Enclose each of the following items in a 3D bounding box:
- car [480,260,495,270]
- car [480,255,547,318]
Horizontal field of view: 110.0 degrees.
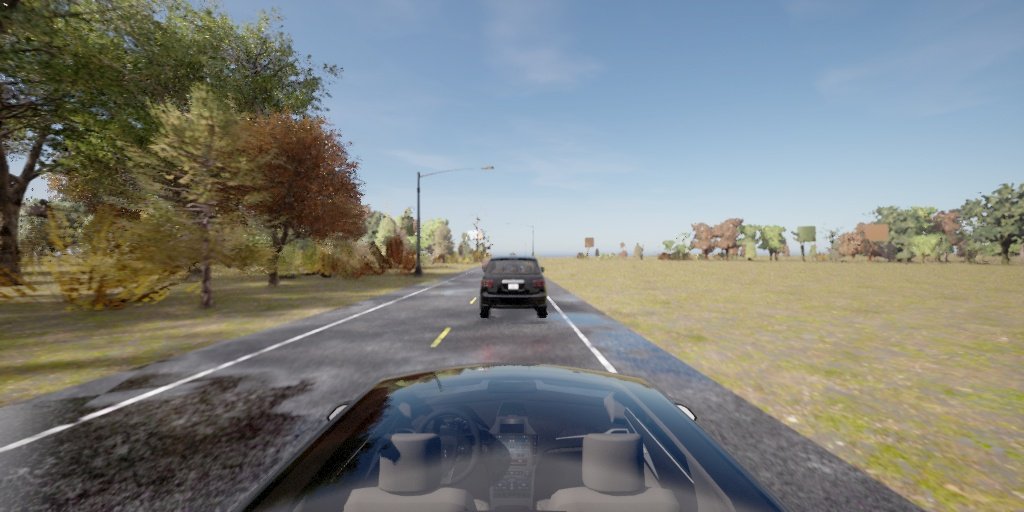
[{"bbox_3d":[-3.582,1.302,53.970,1.882,1.535,5.008,0,0,0],"label":"car"},{"bbox_3d":[0.062,0.990,13.290,2.150,2.045,5.566,0,0,0],"label":"car"}]
